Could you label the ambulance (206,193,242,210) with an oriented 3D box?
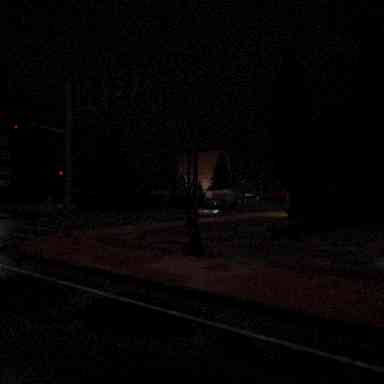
[{"bbox_3d":[4.620,1.430,50.930,2.351,2.431,6.366,-1,-1,37],"label":"ambulance"}]
